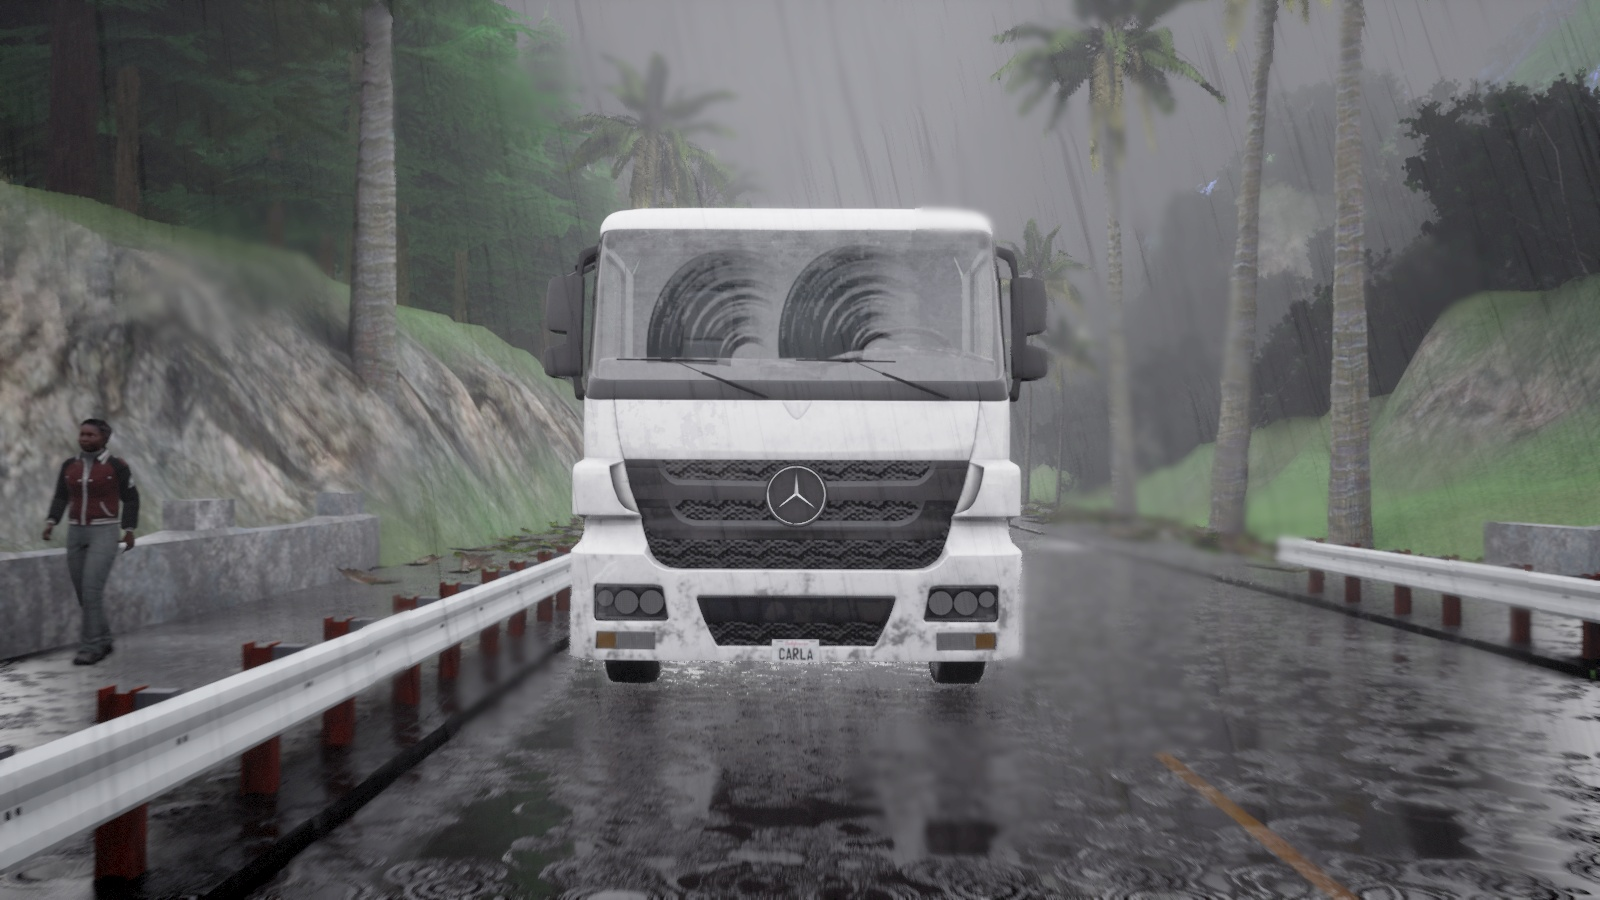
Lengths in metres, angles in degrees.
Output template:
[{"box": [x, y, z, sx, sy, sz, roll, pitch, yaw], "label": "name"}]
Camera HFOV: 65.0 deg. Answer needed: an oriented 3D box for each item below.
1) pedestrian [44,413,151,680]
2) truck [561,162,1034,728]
[{"box": [-5.265, 0.704, 9.435, 0.402, 1.930, 0.666, 0, -1, 2], "label": "pedestrian"}, {"box": [-0.029, 0.028, 11.682, 2.891, 3.462, 7.936, 0, -1, 0], "label": "truck"}]
